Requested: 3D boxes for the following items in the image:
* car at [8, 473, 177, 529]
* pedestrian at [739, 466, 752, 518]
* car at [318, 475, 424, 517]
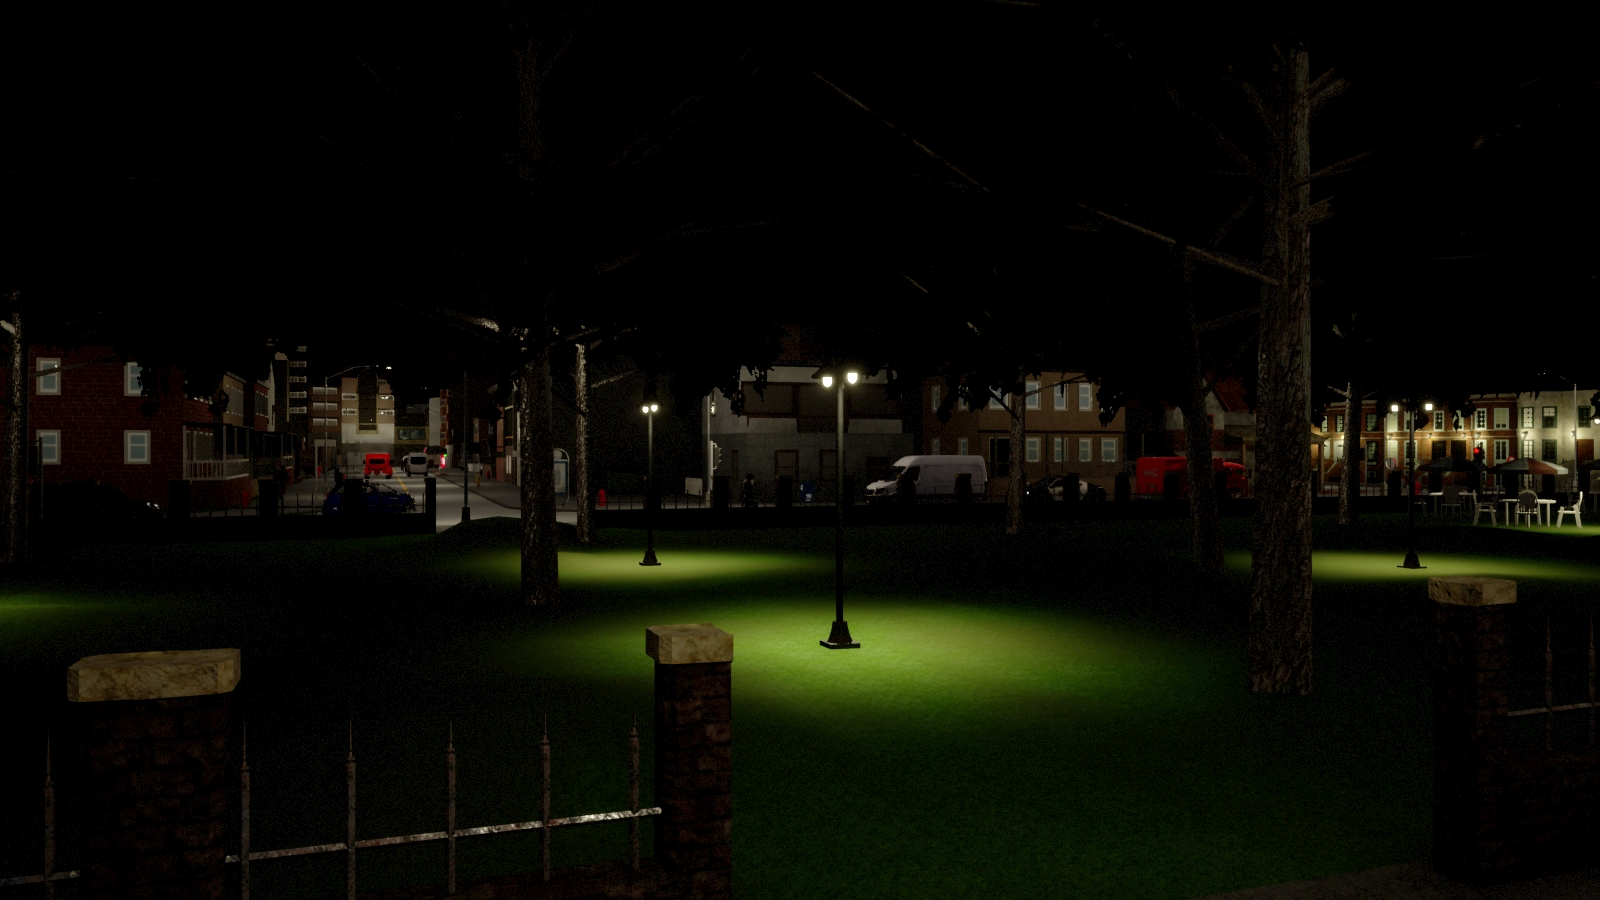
[{"bbox_3d":[-24.008,1.685,38.988,4.553,1.767,2.097,0,0,-20],"label":"car"},{"bbox_3d":[-1.984,1.525,41.394,0.375,1.860,0.375,0,0,-20],"label":"pedestrian"},{"bbox_3d":[-17.215,1.818,45.988,1.845,1.501,3.633,0,0,29],"label":"car"}]
